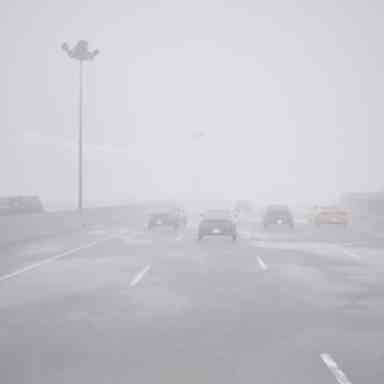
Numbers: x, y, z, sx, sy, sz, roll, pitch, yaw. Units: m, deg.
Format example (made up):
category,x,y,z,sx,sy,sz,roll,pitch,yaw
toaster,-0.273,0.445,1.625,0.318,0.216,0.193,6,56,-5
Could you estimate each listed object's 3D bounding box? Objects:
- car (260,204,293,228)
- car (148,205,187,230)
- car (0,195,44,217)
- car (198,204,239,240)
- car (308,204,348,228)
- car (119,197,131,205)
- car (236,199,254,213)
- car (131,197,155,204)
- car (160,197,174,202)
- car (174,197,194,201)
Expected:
category,x,y,z,sx,sy,sz,roll,pitch,yaw
car,5.806,1.592,22.890,1.837,1.490,4.892,0,0,10
car,-1.519,1.585,21.482,1.812,1.442,4.674,0,0,9
car,-12.238,1.247,22.279,2.150,2.045,5.566,0,0,9
car,1.374,1.581,17.213,1.812,1.442,4.674,0,0,7
car,9.489,1.578,23.530,1.882,1.535,5.008,0,0,11
car,-11.759,1.671,62.172,1.812,1.442,4.674,0,0,23
car,6.125,1.641,39.101,1.837,1.490,4.892,0,0,17
car,-8.610,1.753,60.626,1.895,1.301,4.718,0,0,23
car,-4.305,1.672,61.720,1.837,1.490,4.892,0,0,24
car,-1.006,1.702,60.603,1.812,1.442,4.674,0,0,24
